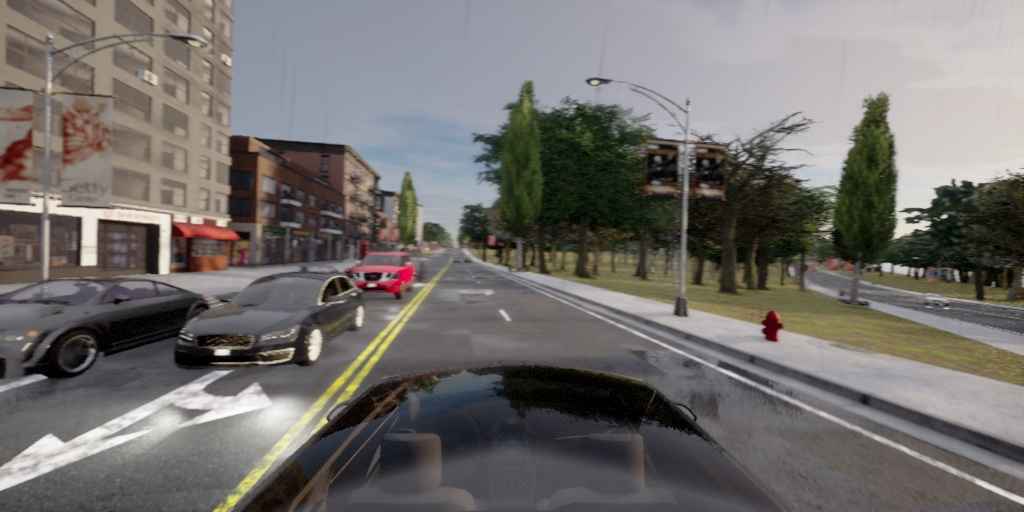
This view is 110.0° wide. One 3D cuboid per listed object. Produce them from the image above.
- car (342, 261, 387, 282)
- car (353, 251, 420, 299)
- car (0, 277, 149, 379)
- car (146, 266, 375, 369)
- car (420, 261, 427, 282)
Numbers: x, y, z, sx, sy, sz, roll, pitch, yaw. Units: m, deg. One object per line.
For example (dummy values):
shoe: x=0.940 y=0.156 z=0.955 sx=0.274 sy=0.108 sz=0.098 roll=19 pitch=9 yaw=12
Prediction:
car: x=-10.686 y=1.062 z=26.310 sx=1.895 sy=1.301 sz=4.718 roll=2 pitch=0 yaw=-8
car: x=-5.947 y=0.803 z=16.974 sx=2.150 sy=2.045 sz=5.566 roll=2 pitch=0 yaw=-8
car: x=-7.617 y=1.078 z=6.430 sx=1.994 sy=1.385 sz=4.181 roll=2 pitch=0 yaw=-9
car: x=-4.493 y=1.116 z=7.529 sx=1.837 sy=1.490 sz=4.892 roll=2 pitch=0 yaw=-9
car: x=-7.502 y=1.064 z=26.979 sx=1.837 sy=1.490 sz=4.892 roll=2 pitch=0 yaw=-8
